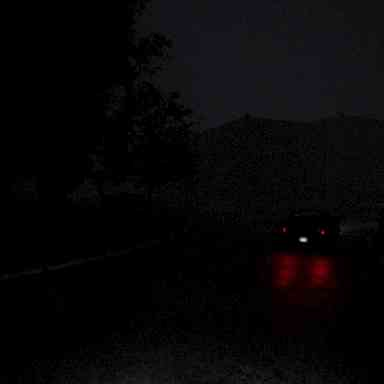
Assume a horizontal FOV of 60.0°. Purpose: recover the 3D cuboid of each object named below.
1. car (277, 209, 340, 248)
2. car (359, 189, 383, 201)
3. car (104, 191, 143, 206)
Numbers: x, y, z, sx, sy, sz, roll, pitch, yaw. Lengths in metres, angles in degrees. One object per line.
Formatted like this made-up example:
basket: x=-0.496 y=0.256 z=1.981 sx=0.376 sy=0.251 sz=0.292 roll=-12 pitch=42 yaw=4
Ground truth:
car: x=4.996 y=1.369 z=13.795 sx=1.895 sy=1.301 sz=4.718 roll=1 pitch=1 yaw=28
car: x=25.998 y=0.324 z=46.950 sx=2.185 sy=1.767 sz=4.553 roll=-1 pitch=2 yaw=-25
car: x=-7.594 y=0.673 z=36.352 sx=4.902 sy=1.511 sz=2.128 roll=1 pitch=1 yaw=32
